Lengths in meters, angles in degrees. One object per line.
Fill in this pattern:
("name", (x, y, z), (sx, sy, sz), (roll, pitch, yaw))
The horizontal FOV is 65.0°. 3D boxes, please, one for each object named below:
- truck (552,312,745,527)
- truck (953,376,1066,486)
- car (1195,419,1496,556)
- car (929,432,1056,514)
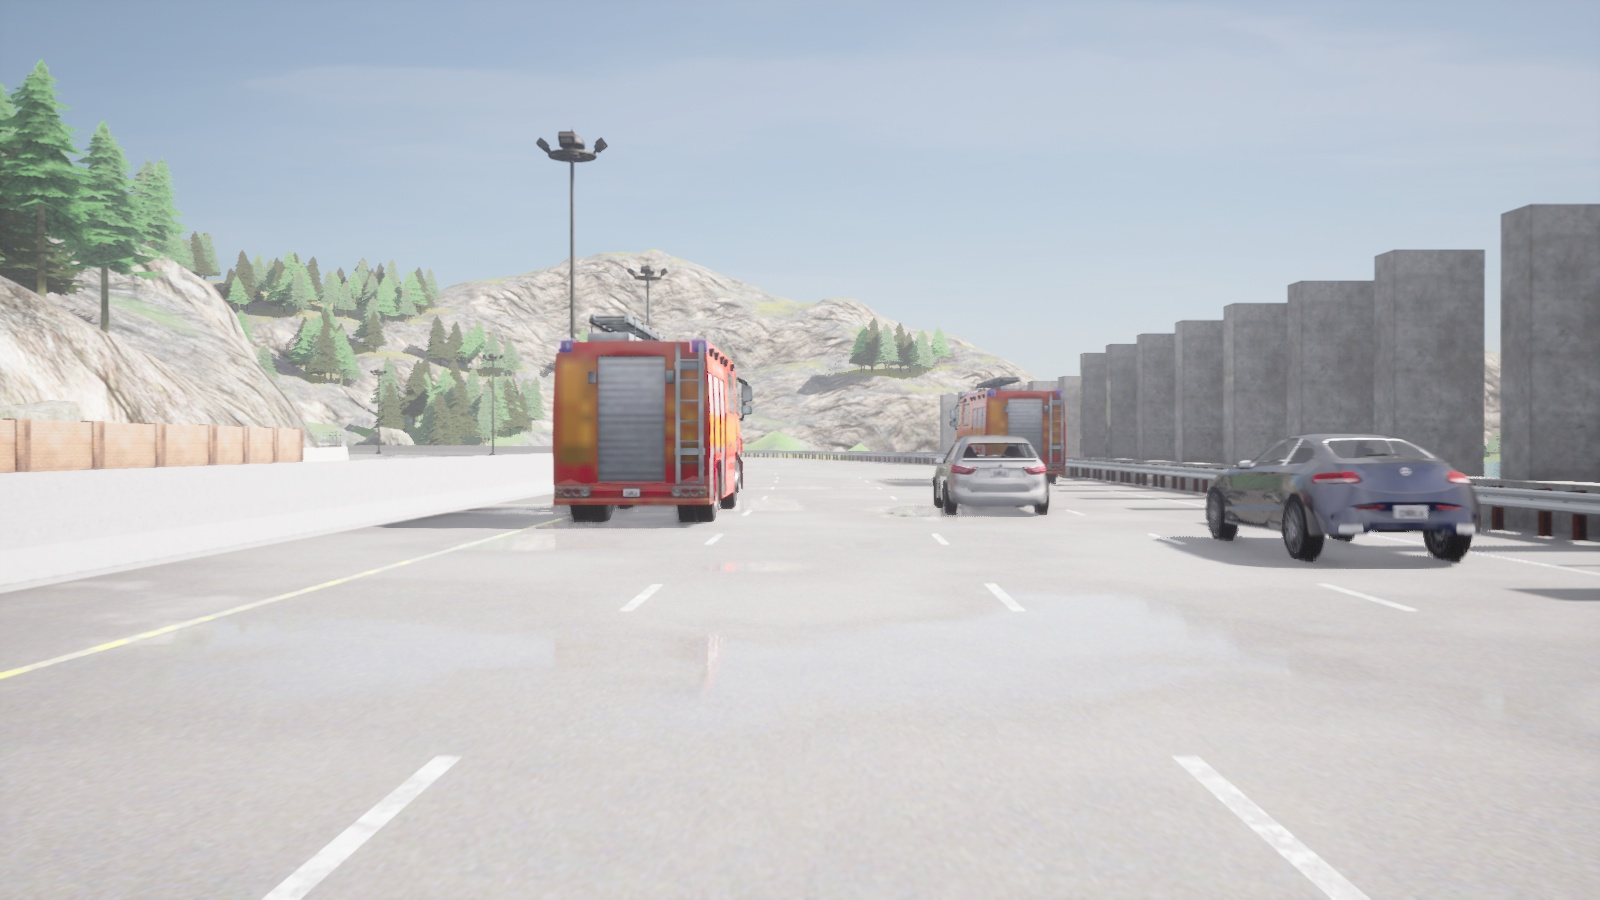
("truck", (-2.896, -0.570, 26.716), (2.891, 3.827, 8.468), (0, 0, 1))
("truck", (7.827, -0.681, 48.148), (2.891, 3.827, 8.468), (0, 0, 0))
("car", (7.366, 0.432, 17.666), (2.152, 1.651, 5.027), (0, 0, 1))
("car", (4.149, 0.440, 27.886), (2.242, 1.667, 4.611), (0, 0, 2))
